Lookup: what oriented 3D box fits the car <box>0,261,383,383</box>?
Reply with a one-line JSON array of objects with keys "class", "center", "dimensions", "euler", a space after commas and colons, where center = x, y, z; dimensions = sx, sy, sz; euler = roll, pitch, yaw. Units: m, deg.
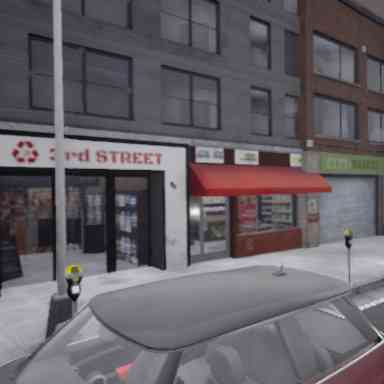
[{"class": "car", "center": [-0.245, 1.433, 2.243], "dimensions": [4.097, 1.590, 1.967], "euler": [0, 0, -35]}]
